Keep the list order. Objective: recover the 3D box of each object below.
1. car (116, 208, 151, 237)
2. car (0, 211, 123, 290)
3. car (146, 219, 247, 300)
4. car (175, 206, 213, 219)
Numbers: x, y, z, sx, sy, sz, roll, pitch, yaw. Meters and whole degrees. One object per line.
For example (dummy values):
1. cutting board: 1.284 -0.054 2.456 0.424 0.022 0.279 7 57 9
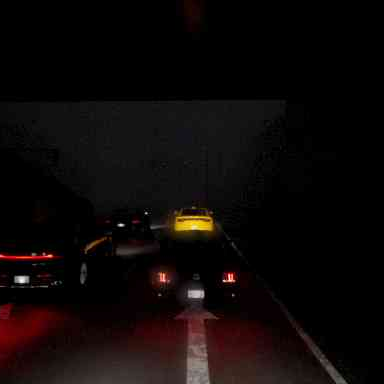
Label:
1. car: -3.410 1.564 17.987 1.994 1.385 4.181 0 0 0
2. car: -3.412 1.505 9.087 1.837 1.490 4.892 0 0 0
3. car: 0.087 1.601 8.366 1.895 1.301 4.718 0 0 0
4. car: 0.090 1.478 17.709 1.882 1.535 5.008 0 0 0
